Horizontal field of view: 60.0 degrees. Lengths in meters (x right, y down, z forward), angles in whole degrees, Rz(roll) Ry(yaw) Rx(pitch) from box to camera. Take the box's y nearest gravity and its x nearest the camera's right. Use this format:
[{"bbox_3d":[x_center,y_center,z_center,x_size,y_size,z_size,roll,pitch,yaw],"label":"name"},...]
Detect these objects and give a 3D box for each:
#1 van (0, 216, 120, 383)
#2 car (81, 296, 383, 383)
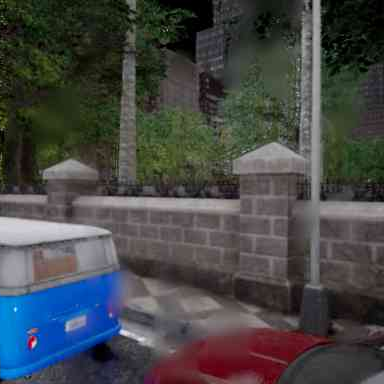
[{"bbox_3d":[-2.879,1.302,5.011,3.998,1.788,1.690,1,0,35],"label":"van"},{"bbox_3d":[1.620,1.548,1.809,4.507,1.381,1.887,1,0,35],"label":"car"}]
